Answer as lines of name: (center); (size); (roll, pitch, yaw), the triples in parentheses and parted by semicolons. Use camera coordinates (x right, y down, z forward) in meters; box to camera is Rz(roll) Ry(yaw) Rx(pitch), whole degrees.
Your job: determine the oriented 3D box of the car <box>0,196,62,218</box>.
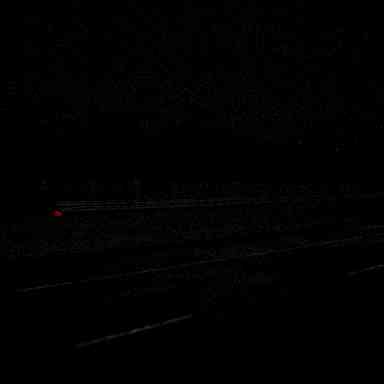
car: (-8.763, 1.200, 14.924); (5.566, 2.045, 2.150); (0, 0, -35)
